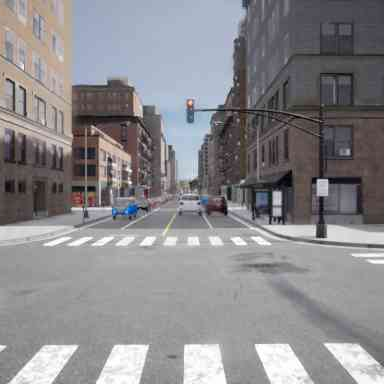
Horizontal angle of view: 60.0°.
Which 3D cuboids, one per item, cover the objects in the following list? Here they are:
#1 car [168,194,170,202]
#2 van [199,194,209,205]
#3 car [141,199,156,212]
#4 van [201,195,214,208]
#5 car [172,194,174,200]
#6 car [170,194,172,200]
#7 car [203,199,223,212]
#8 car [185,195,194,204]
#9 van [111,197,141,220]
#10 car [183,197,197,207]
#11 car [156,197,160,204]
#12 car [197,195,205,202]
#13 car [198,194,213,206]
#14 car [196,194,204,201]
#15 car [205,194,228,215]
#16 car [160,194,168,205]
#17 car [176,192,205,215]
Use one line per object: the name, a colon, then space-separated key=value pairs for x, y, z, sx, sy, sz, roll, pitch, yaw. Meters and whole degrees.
car: x=-5.959 y=1.539 z=65.837 sx=2.008 sy=1.369 sz=4.403 roll=0 pitch=0 yaw=-1
van: x=2.167 y=1.331 z=60.505 sx=1.690 sy=1.788 sz=3.998 roll=0 pitch=0 yaw=-1
car: x=-5.724 y=1.560 z=38.807 sx=1.947 sy=1.339 sz=4.313 roll=0 pitch=0 yaw=-1
van: x=2.274 y=1.333 z=49.692 sx=1.690 sy=1.788 sz=3.998 roll=0 pitch=0 yaw=-1
car: x=-6.053 y=1.301 z=76.649 sx=2.192 sy=1.841 sz=5.009 roll=0 pitch=0 yaw=-1
car: x=-6.006 y=1.553 z=71.243 sx=1.947 sy=1.339 sz=4.313 roll=0 pitch=0 yaw=-1
car: x=2.380 y=1.545 z=38.880 sx=2.008 sy=1.369 sz=4.403 roll=0 pitch=0 yaw=-1
car: x=-0.481 y=1.466 z=66.900 sx=1.882 sy=1.535 sz=5.008 roll=0 pitch=0 yaw=0
van: x=-5.630 y=1.337 z=27.995 sx=1.690 sy=1.788 sz=3.998 roll=0 pitch=0 yaw=-1
car: x=-0.350 y=1.538 z=53.655 sx=2.033 sy=1.411 sz=5.357 roll=0 pitch=0 yaw=-1
car: x=-5.771 y=1.538 z=44.213 sx=1.887 sy=1.381 sz=4.507 roll=0 pitch=0 yaw=-1
car: x=2.006 y=1.511 z=76.892 sx=1.752 sy=1.417 sz=4.829 roll=0 pitch=0 yaw=-1
car: x=2.220 y=1.306 z=55.099 sx=2.192 sy=1.841 sz=5.009 roll=0 pitch=0 yaw=-1
car: x=1.954 y=1.425 z=82.128 sx=1.967 sy=1.590 sz=4.097 roll=0 pitch=0 yaw=-1
car: x=2.434 y=1.310 z=33.474 sx=2.192 sy=1.841 sz=5.009 roll=0 pitch=0 yaw=-1
car: x=-5.910 y=1.515 z=60.262 sx=1.752 sy=1.417 sz=4.829 roll=0 pitch=0 yaw=-1
car: x=-0.167 y=1.219 z=33.337 sx=2.150 sy=2.045 sz=5.566 roll=0 pitch=0 yaw=0
